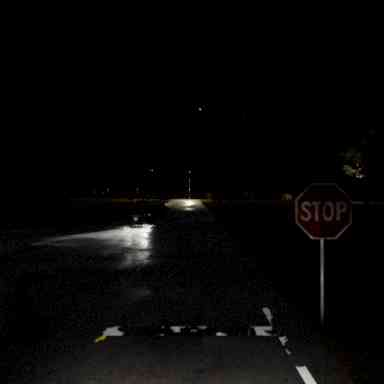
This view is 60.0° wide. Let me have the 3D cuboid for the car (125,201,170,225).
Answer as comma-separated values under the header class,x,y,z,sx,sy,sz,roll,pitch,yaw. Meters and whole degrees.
class,x,y,z,sx,sy,sz,roll,pitch,yaw
car,-2.951,1.387,23.061,2.128,1.511,4.902,1,1,13
